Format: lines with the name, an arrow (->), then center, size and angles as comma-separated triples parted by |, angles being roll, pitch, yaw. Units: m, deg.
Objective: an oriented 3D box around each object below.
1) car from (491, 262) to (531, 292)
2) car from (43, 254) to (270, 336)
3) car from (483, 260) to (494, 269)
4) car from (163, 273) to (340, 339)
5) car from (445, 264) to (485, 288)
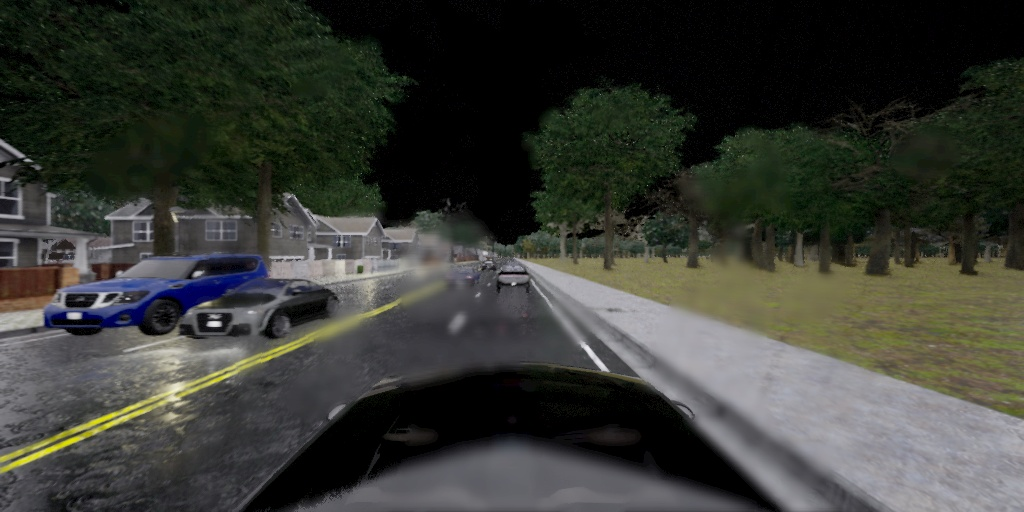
car -> 0.094, 1.252, 21.121 | 2.128, 1.511, 4.902 | 0, 0, 0
car -> -9.800, 0.973, 10.808 | 2.150, 2.045, 5.566 | 0, 0, 0
car -> -3.161, 1.302, 50.072 | 1.812, 1.442, 4.674 | 0, 0, 0
car -> -6.562, 1.318, 9.909 | 1.994, 1.385, 4.181 | 0, 0, 0
car -> -3.155, 1.363, 24.231 | 1.895, 1.301, 4.718 | 0, 0, 0
